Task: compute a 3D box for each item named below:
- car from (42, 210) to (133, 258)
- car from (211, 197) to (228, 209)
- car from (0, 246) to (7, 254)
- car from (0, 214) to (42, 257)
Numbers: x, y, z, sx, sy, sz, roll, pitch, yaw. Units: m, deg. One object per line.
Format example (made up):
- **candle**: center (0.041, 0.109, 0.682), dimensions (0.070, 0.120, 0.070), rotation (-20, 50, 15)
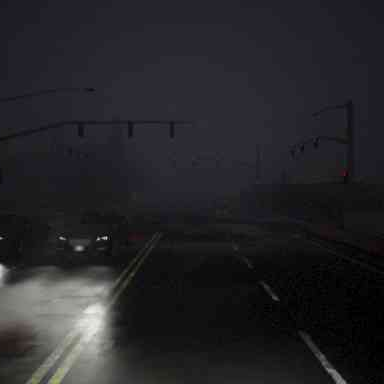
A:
- **car**: center (-3.495, 1.478, 12.748), dimensions (2.128, 1.511, 4.902), rotation (0, 0, 0)
- **car**: center (3.616, 1.443, 43.787), dimensions (2.128, 1.511, 4.902), rotation (0, 0, 0)
- **car**: center (-3.575, 1.523, 2.379), dimensions (1.812, 1.442, 4.674), rotation (0, 0, 0)
- **car**: center (-6.995, 1.550, 12.749), dimensions (1.994, 1.385, 4.181), rotation (0, 0, 0)
